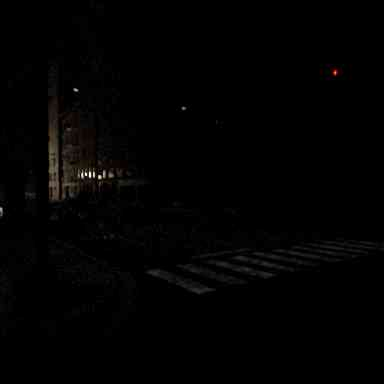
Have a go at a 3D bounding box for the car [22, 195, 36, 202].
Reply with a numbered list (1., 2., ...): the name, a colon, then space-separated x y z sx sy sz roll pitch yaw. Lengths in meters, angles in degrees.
1. car: -33.644 1.324 68.672 1.752 1.417 4.829 -1 0 -36

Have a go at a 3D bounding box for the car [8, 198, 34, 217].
1. car: -14.100 1.437 28.089 2.008 1.369 4.403 -1 0 -36

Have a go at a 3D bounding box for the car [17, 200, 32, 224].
1. car: -10.858 1.472 23.623 1.802 1.307 4.206 -1 0 -36

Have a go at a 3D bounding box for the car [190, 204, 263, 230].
1. car: 2.115 1.381 19.412 2.008 1.369 4.403 -1 0 -36

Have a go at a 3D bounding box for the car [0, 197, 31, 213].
1. car: -17.342 1.434 32.555 2.008 1.369 4.403 -1 0 -36

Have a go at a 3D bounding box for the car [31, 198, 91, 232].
1. car: -7.616 1.333 19.156 1.967 1.590 4.097 -1 0 -36

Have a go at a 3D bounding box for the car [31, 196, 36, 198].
1. car: -27.060 1.383 59.604 1.802 1.307 4.206 -1 0 -36

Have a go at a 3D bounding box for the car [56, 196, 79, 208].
1. car: -17.438 1.336 46.340 1.752 1.417 4.829 -1 0 -36

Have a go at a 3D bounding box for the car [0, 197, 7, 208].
1. car: -27.068 1.424 45.954 2.008 1.369 4.403 -1 0 -36

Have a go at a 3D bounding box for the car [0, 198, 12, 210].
1. car: -23.826 1.458 41.488 1.802 1.307 4.206 -1 0 -36

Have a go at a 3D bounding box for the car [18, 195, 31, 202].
1. car: -36.786 1.344 73.001 1.887 1.381 4.507 -1 0 -36

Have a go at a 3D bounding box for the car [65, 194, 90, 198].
1. car: -14.095 1.129 41.740 2.192 1.841 5.009 -1 0 -36

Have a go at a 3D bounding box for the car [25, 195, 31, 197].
1. car: -30.302 1.381 64.069 1.802 1.307 4.206 -1 0 -36

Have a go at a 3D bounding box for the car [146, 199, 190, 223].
1. car: -1.227 1.352 24.015 1.752 1.417 4.829 -1 0 -36

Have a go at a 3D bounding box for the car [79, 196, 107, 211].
1. car: -10.852 1.399 37.275 1.802 1.307 4.206 -1 0 -36

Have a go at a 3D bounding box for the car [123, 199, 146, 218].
1. car: -4.368 1.264 28.342 1.967 1.590 4.097 -1 0 -36
